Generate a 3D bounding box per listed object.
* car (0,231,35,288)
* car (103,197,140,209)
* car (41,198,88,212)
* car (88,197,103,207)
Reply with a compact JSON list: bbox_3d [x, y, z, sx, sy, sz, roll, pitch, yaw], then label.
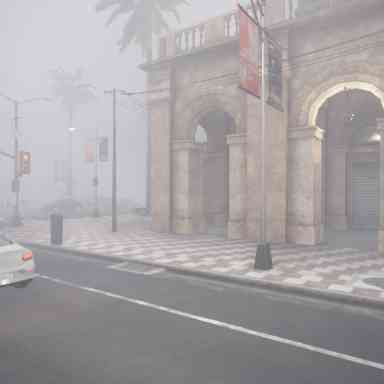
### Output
[{"bbox_3d":[-5.564,1.526,7.919,4.674,1.442,1.812,0,0,36],"label":"car"},{"bbox_3d":[-9.473,1.601,45.839,1.895,1.301,4.718,0,0,36],"label":"car"},{"bbox_3d":[-14.866,1.505,38.300,1.837,1.490,4.892,0,0,36],"label":"car"},{"bbox_3d":[-13.852,1.513,51.049,2.161,1.482,4.786,0,0,35],"label":"car"}]
